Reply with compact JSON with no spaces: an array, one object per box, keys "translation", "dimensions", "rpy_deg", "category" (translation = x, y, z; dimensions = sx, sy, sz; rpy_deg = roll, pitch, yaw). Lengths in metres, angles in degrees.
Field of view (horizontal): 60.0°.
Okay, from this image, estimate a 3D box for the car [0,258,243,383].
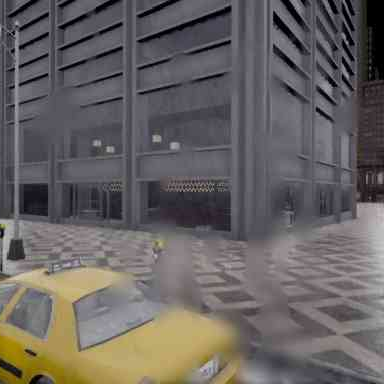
[{"translation":[-1.763,1.525,4.224],"dimensions":[4.829,1.417,1.752],"rpy_deg":[0,0,36],"category":"car"}]
